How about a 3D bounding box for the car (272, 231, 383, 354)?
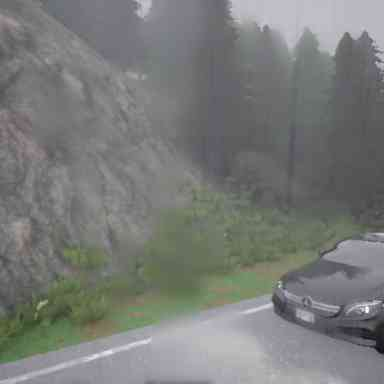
[{"bbox_3d":[3.521,1.510,6.125,4.674,1.442,1.812,0,0,-35],"label":"car"}]
